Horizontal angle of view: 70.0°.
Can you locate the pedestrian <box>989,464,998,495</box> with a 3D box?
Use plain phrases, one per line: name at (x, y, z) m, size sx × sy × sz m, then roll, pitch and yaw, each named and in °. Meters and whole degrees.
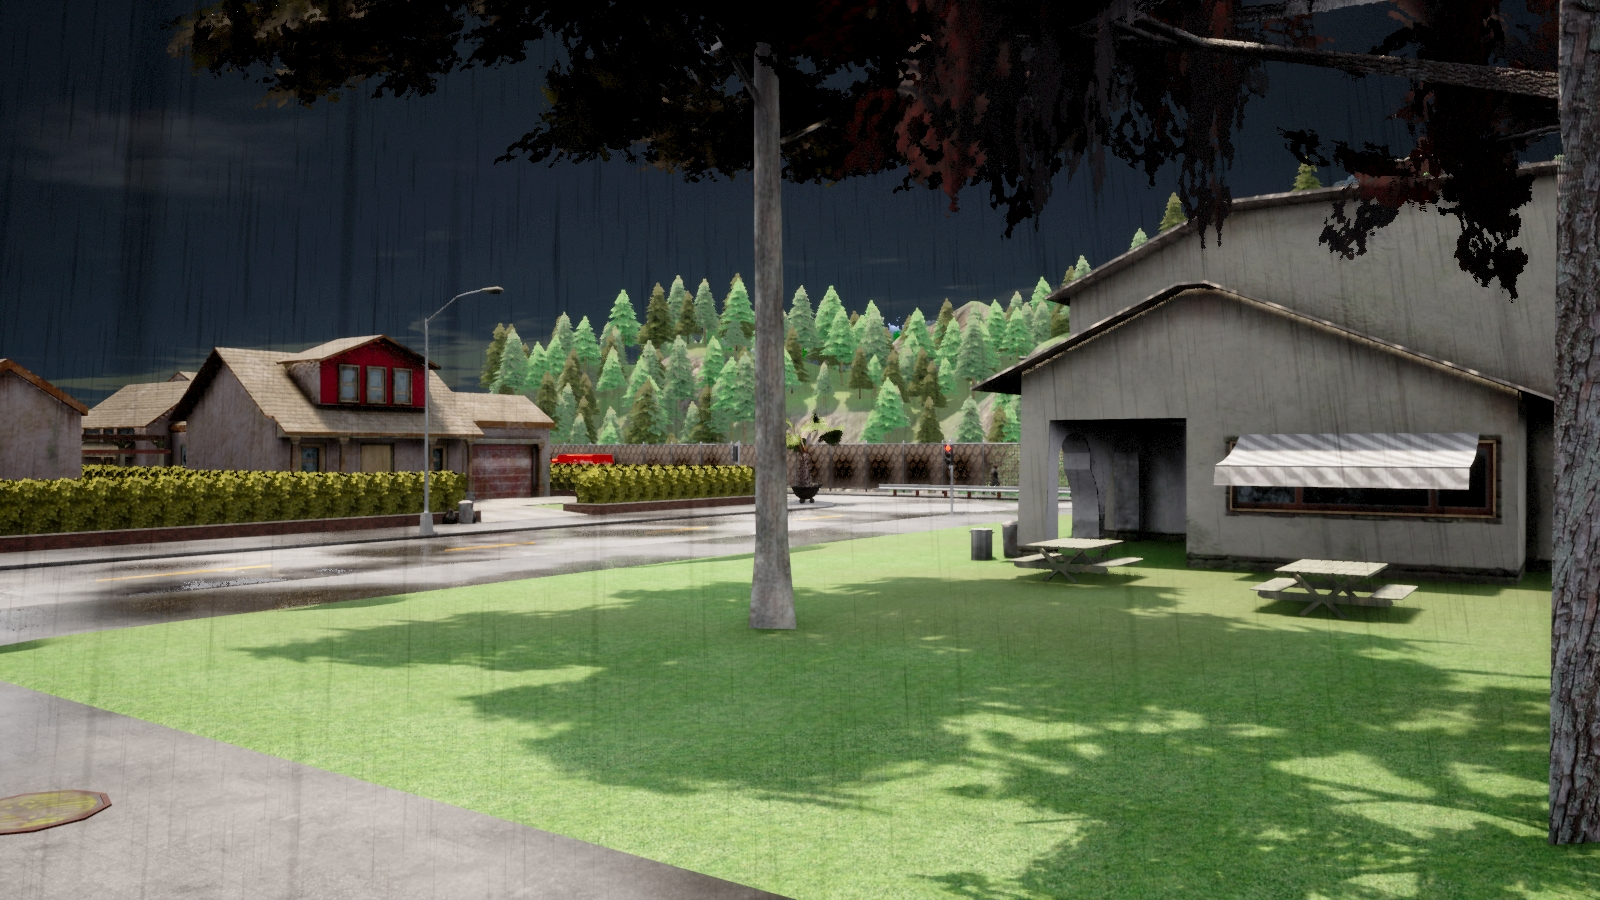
pedestrian at (11.450, 1.745, 67.685) m, size 0.375 × 1.860 × 0.375 m, roll 0°, pitch 0°, yaw 35°
